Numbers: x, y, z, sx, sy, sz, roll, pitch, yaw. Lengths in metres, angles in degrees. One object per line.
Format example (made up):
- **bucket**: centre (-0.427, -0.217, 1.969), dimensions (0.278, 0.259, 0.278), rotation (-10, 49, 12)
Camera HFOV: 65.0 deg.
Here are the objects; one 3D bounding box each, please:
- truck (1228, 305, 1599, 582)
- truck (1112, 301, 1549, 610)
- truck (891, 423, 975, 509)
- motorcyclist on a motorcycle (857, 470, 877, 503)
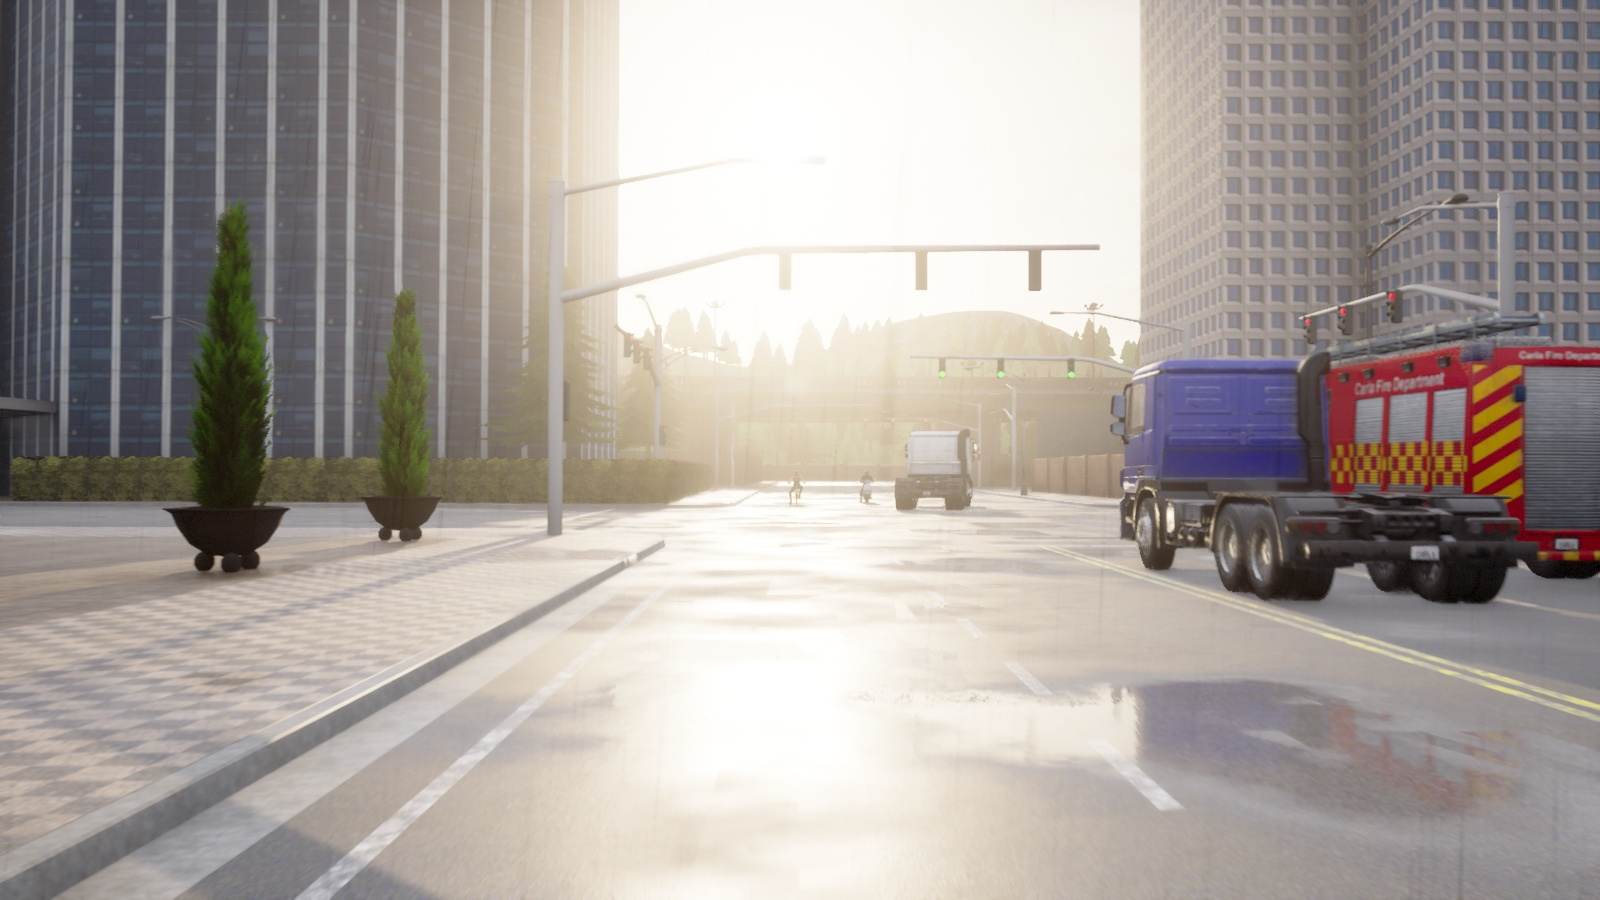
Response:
- **truck**: centre (10.368, -0.029, 21.611), dimensions (2.891, 3.827, 8.468), rotation (0, -1, -2)
- **truck**: centre (6.952, 0.110, 18.093), dimensions (2.891, 3.462, 7.936), rotation (0, -1, 0)
- **truck**: centre (5.870, 0.720, 54.401), dimensions (2.891, 3.462, 7.936), rotation (-1, -1, 11)
- **motorcyclist on a motorcycle**: centre (3.348, 1.804, 62.657), dimensions (0.866, 1.590, 1.817), rotation (0, -1, 0)
